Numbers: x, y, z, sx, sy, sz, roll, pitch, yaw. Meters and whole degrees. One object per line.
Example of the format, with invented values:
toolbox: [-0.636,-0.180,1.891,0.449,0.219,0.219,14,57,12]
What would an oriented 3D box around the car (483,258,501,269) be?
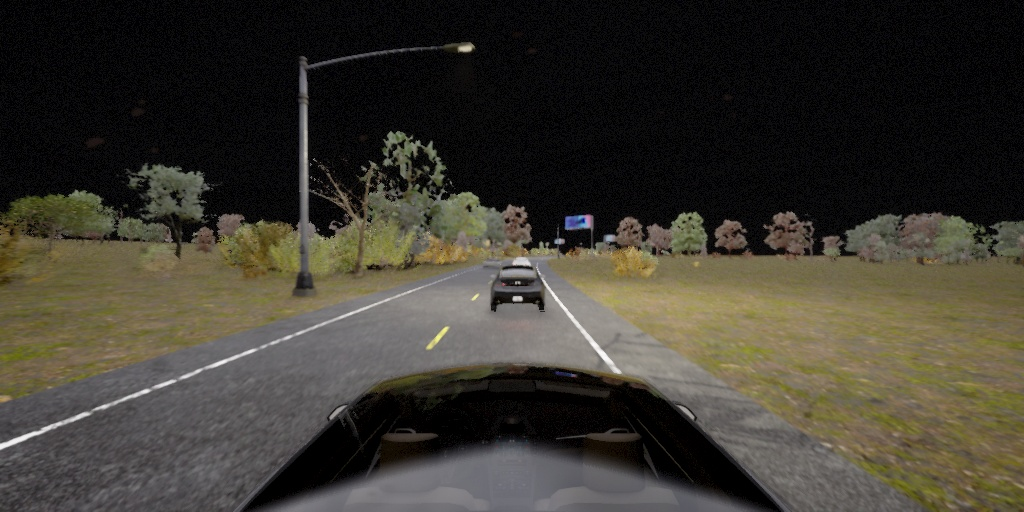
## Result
car: [-2.291,0.858,42.240,1.895,1.301,4.718,0,1,3]

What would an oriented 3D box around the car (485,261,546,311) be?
car: [0.220,1.084,13.500,1.837,1.490,4.892,0,0,1]

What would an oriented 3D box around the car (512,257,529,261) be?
car: [0.880,0.833,33.801,1.812,1.442,4.674,0,0,3]
